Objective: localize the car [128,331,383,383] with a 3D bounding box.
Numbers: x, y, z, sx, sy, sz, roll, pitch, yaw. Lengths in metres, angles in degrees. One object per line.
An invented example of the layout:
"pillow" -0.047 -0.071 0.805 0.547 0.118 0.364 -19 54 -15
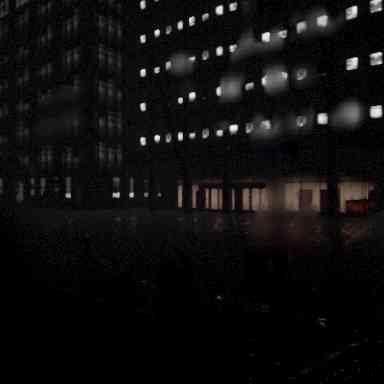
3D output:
"car" 1.348 1.582 1.913 4.206 1.307 1.802 0 0 35
